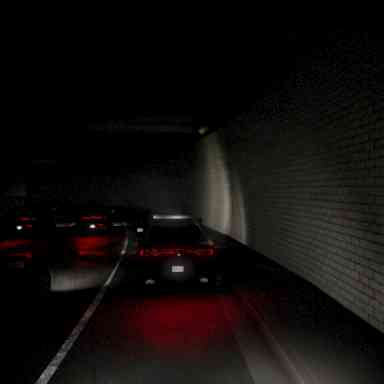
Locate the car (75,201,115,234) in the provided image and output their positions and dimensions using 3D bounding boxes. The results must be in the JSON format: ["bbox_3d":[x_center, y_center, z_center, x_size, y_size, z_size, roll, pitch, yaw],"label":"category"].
[{"bbox_3d":[-5.676,1.506,19.562,1.837,1.490,4.892,0,0,-12],"label":"car"}]

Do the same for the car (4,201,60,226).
[{"bbox_3d":[-9.124,1.506,18.972,1.837,1.490,4.892,0,0,-12],"label":"car"}]

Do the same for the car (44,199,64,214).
[{"bbox_3d":[-14.546,1.477,34.460,1.882,1.535,5.008,0,0,-28],"label":"car"}]

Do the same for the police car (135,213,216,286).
[{"bbox_3d":[-0.570,1.425,9.605,1.930,1.638,5.238,0,0,-6],"label":"police car"}]

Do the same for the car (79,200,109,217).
[{"bbox_3d":[-9.741,1.548,32.742,2.033,1.411,5.357,0,0,-24],"label":"car"}]

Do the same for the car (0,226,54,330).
[{"bbox_3d":[-3.685,1.525,4.895,1.812,1.442,4.674,0,0,-4],"label":"car"}]
